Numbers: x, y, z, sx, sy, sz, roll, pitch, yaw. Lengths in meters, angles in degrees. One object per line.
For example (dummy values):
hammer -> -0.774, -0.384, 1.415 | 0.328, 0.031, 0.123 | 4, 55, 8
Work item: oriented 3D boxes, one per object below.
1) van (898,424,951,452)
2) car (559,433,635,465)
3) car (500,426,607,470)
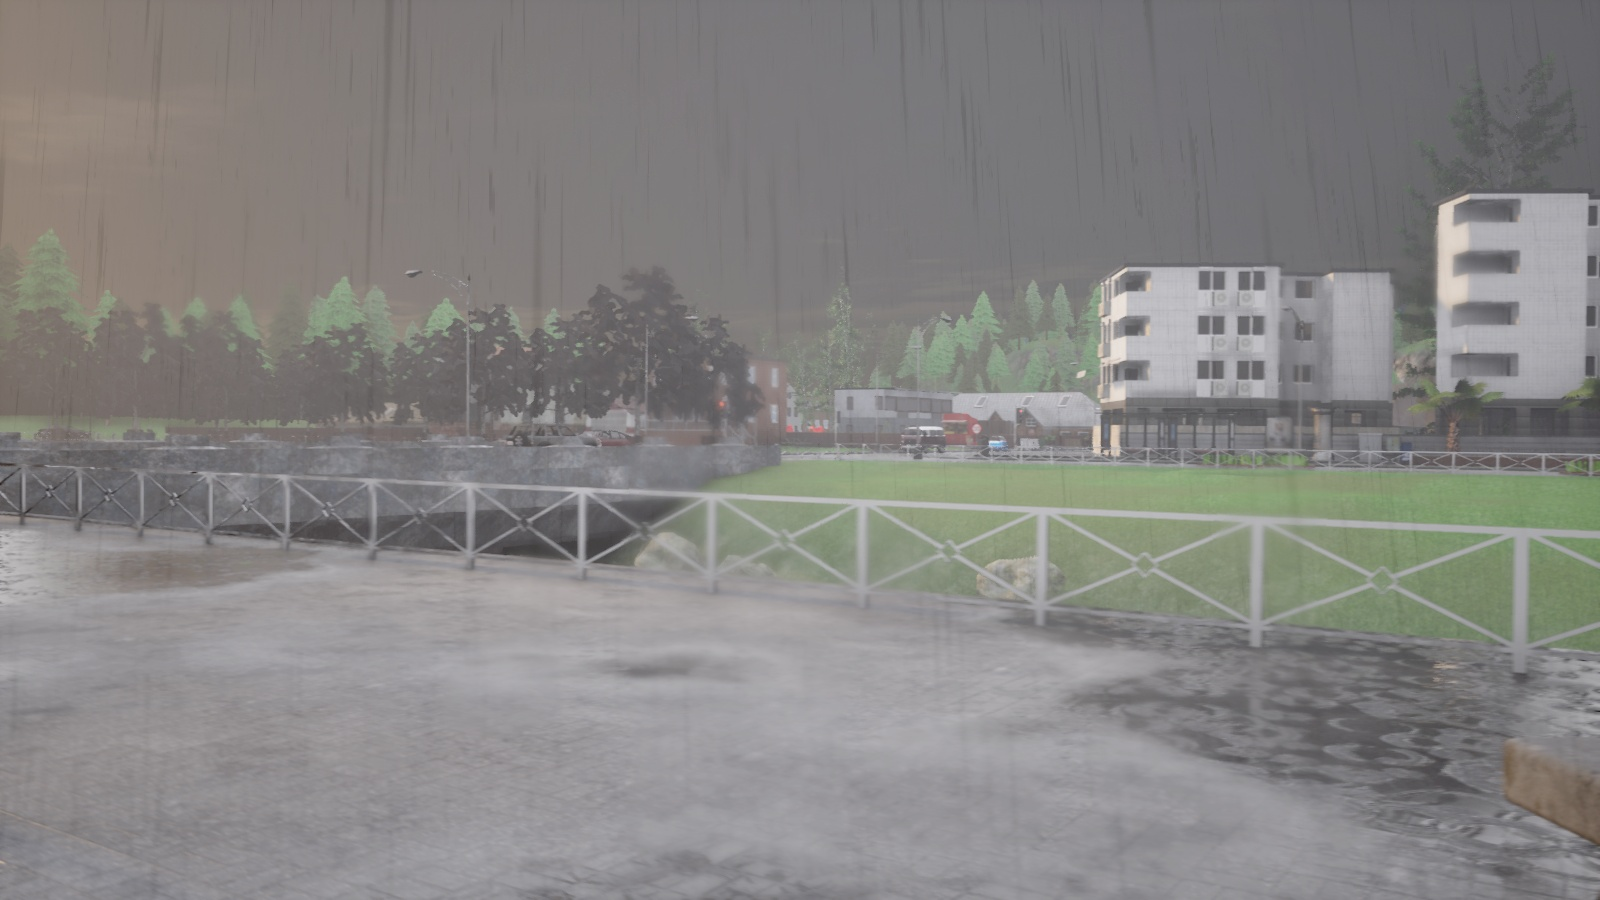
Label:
van -> 9.312, -0.909, 93.884 | 2.069, 2.038, 4.480 | 0, 1, 34
car -> -10.374, -0.073, 64.248 | 1.789, 1.549, 3.705 | 0, 1, 34
car -> -10.972, -0.119, 56.170 | 1.932, 1.855, 4.605 | 0, 1, 35
